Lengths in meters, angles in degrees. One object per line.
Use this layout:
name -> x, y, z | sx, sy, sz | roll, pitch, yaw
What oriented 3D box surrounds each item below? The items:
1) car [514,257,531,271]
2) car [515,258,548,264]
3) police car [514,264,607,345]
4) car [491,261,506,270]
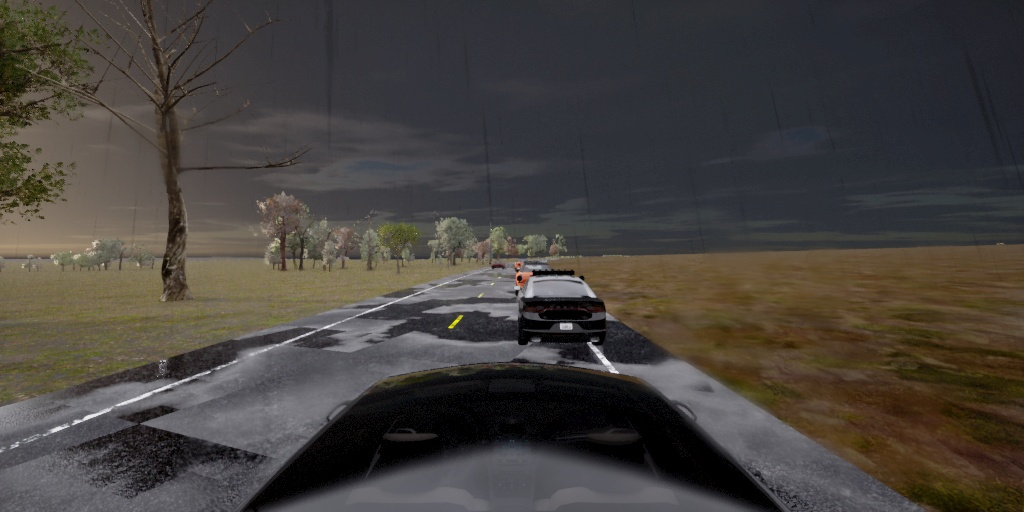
car -> 1.530, 1.092, 50.749 | 2.097, 1.767, 4.553 | 0, 0, 4
car -> 1.244, 1.101, 19.434 | 2.097, 1.767, 4.553 | 0, 0, 1
police car -> 1.088, 1.175, 9.609 | 1.930, 1.638, 5.238 | 0, 0, 1
car -> -1.927, 1.341, 52.213 | 1.895, 1.301, 4.718 | 0, 0, 4
